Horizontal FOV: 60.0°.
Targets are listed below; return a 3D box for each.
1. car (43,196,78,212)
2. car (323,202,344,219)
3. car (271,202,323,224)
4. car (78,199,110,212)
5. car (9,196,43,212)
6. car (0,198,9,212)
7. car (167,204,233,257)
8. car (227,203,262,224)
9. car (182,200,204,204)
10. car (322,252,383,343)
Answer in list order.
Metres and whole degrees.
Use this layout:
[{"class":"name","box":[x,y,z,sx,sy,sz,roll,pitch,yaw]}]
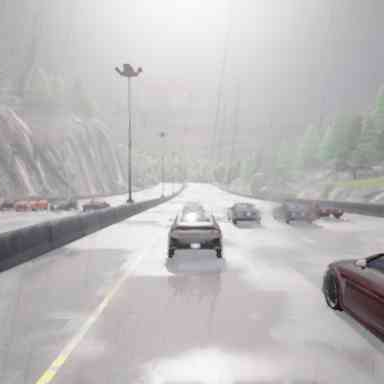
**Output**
[{"class":"car","box":[-14.066,1.350,36.764,2.128,1.511,4.902,0,0,0]},{"class":"car","box":[10.617,1.494,27.543,1.895,1.301,4.718,0,0,0]},{"class":"car","box":[7.115,1.456,23.741,2.033,1.411,5.357,0,0,0]},{"class":"car","box":[-10.569,1.460,36.713,1.895,1.301,4.718,0,0,0]},{"class":"car","box":[-17.566,1.212,36.545,2.097,1.767,4.553,0,0,0]},{"class":"car","box":[-21.065,1.384,36.878,1.812,1.442,4.674,0,0,0]},{"class":"car","box":[0.108,1.442,12.688,2.128,1.511,4.902,0,0,0]},{"class":"car","box":[3.614,1.456,23.598,2.033,1.411,5.357,0,0,0]},{"class":"car","box":[0.118,1.412,29.597,1.812,1.442,4.674,0,0,0]},{"class":"car","box":[3.602,1.544,5.018,1.994,1.385,4.181,0,0,0]}]
